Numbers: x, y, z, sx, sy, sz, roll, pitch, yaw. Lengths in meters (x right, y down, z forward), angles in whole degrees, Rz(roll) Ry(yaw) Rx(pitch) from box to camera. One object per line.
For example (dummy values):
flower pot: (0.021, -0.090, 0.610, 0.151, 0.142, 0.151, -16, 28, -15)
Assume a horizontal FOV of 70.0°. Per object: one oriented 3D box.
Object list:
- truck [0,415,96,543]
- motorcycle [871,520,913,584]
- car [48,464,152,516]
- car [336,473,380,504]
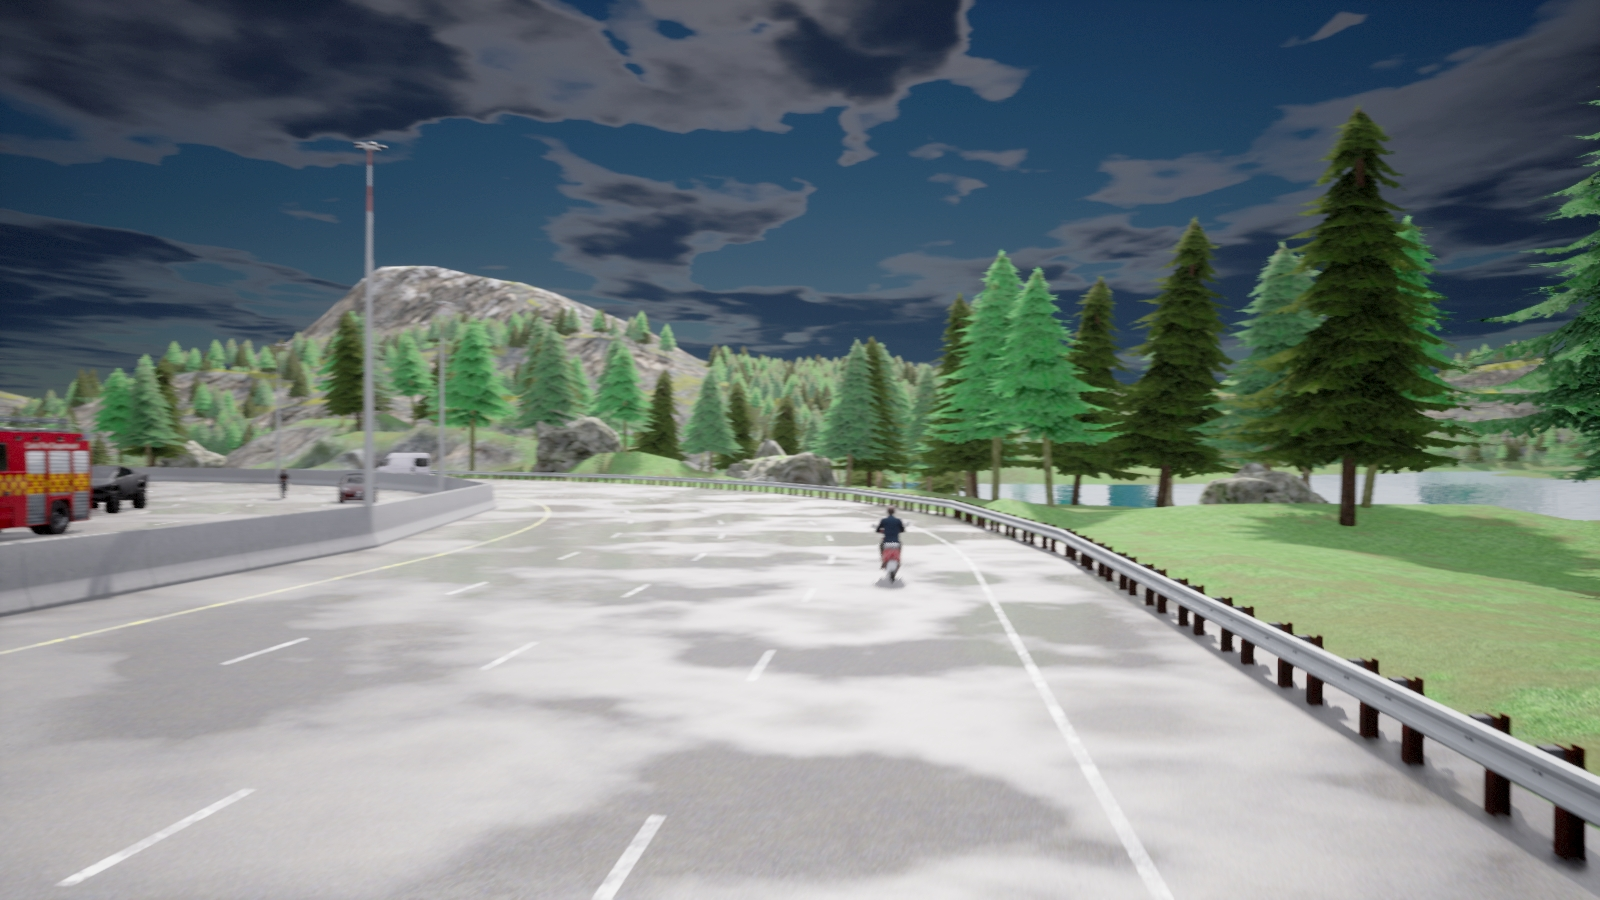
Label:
truck: (-25.410, 0.868, 34.820, 2.891, 3.827, 8.468, 0, 0, -2)
motorcycle: (1.992, 2.204, 24.880, 0.856, 1.236, 1.805, 0, 0, 3)
car: (-31.178, 1.731, 51.136, 2.390, 2.098, 6.274, 0, 0, -16)
car: (-23.741, 2.038, 61.285, 2.007, 1.525, 4.514, 0, 0, -23)
